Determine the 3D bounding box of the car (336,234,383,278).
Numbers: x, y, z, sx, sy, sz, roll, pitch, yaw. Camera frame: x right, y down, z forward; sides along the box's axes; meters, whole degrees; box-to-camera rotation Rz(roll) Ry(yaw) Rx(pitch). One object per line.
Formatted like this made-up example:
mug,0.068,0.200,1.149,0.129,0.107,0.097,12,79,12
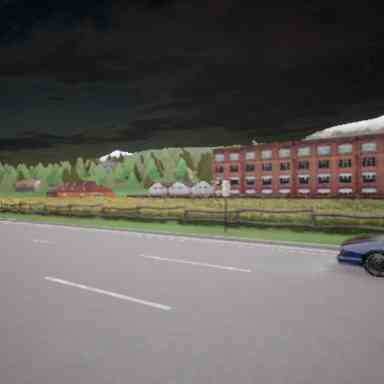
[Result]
car,6.519,1.436,8.147,5.357,1.411,2.033,0,0,33
